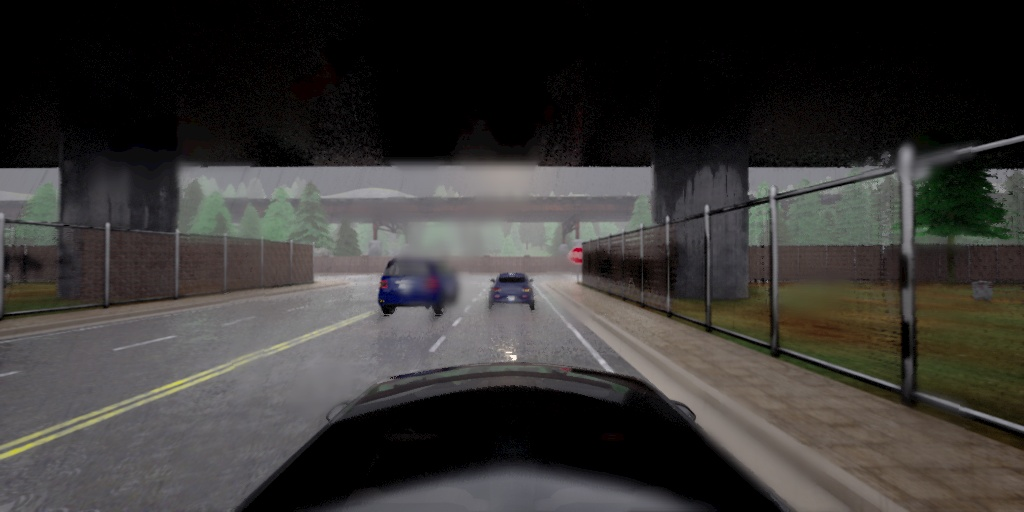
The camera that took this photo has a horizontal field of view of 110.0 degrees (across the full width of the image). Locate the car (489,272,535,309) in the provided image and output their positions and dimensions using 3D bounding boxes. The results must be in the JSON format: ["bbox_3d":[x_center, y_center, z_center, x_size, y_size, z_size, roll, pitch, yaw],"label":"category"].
[{"bbox_3d":[0.020,1.433,15.714,1.812,1.442,4.674,0,0,0],"label":"car"}]

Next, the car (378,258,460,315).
[{"bbox_3d":[-3.494,1.117,14.401,2.150,2.045,5.566,0,0,0],"label":"car"}]
